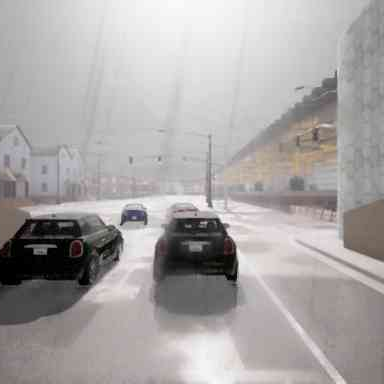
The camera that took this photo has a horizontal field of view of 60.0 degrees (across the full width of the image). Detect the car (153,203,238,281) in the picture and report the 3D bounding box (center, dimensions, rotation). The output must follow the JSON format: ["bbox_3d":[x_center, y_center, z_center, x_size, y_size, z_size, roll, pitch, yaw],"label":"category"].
[{"bbox_3d":[0.097,1.366,10.045,2.097,1.767,4.553,0,0,0],"label":"car"}]

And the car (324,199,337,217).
[{"bbox_3d":[13.934,1.491,27.310,2.038,1.542,4.974,0,0,-35],"label":"car"}]

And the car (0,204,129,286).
[{"bbox_3d":[-3.403,1.365,9.593,2.097,1.767,4.553,0,0,0],"label":"car"}]

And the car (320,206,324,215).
[{"bbox_3d":[14.039,1.497,31.917,2.038,1.542,4.974,0,0,45],"label":"car"}]

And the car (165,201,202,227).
[{"bbox_3d":[-0.759,1.511,24.063,1.882,1.535,5.008,1,0,-11],"label":"car"}]

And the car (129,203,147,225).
[{"bbox_3d":[-4.313,1.560,24.420,1.812,1.442,4.674,0,0,-12],"label":"car"}]

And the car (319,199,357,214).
[{"bbox_3d":[14.075,1.340,31.954,1.853,1.218,4.536,0,0,45],"label":"car"}]
